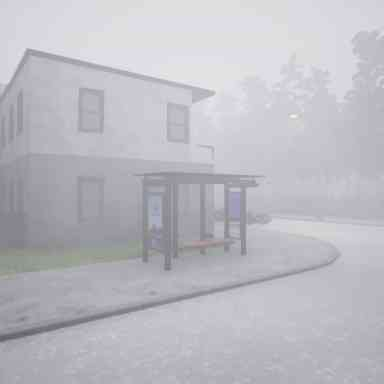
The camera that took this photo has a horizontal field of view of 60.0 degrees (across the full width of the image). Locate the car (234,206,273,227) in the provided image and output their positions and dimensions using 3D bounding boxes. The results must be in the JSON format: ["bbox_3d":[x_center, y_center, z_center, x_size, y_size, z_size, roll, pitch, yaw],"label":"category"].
[{"bbox_3d":[3.332,1.601,23.240,1.895,1.301,4.718,0,0,-36],"label":"car"}]
